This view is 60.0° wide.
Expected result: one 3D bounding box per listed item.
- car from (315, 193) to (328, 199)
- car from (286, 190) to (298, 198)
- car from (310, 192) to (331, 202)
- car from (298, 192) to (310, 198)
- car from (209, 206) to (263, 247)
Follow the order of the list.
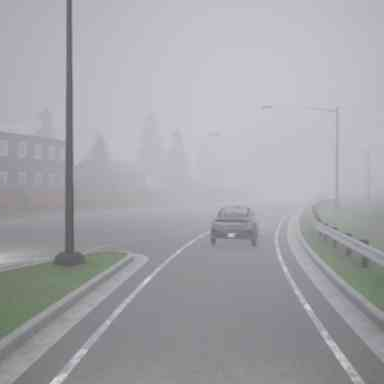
[{"bbox_3d":[31.442,0.883,80.757,2.033,1.411,5.357,0,1,31],"label":"car"},{"bbox_3d":[25.467,0.521,84.400,2.150,2.045,5.566,0,1,31],"label":"car"},{"bbox_3d":[23.547,1.071,60.725,1.994,1.385,4.181,0,1,31],"label":"car"},{"bbox_3d":[28.677,0.912,82.950,1.895,1.301,4.718,0,1,31],"label":"car"},{"bbox_3d":[1.990,1.363,14.588,2.128,1.511,4.902,0,1,13],"label":"car"}]
